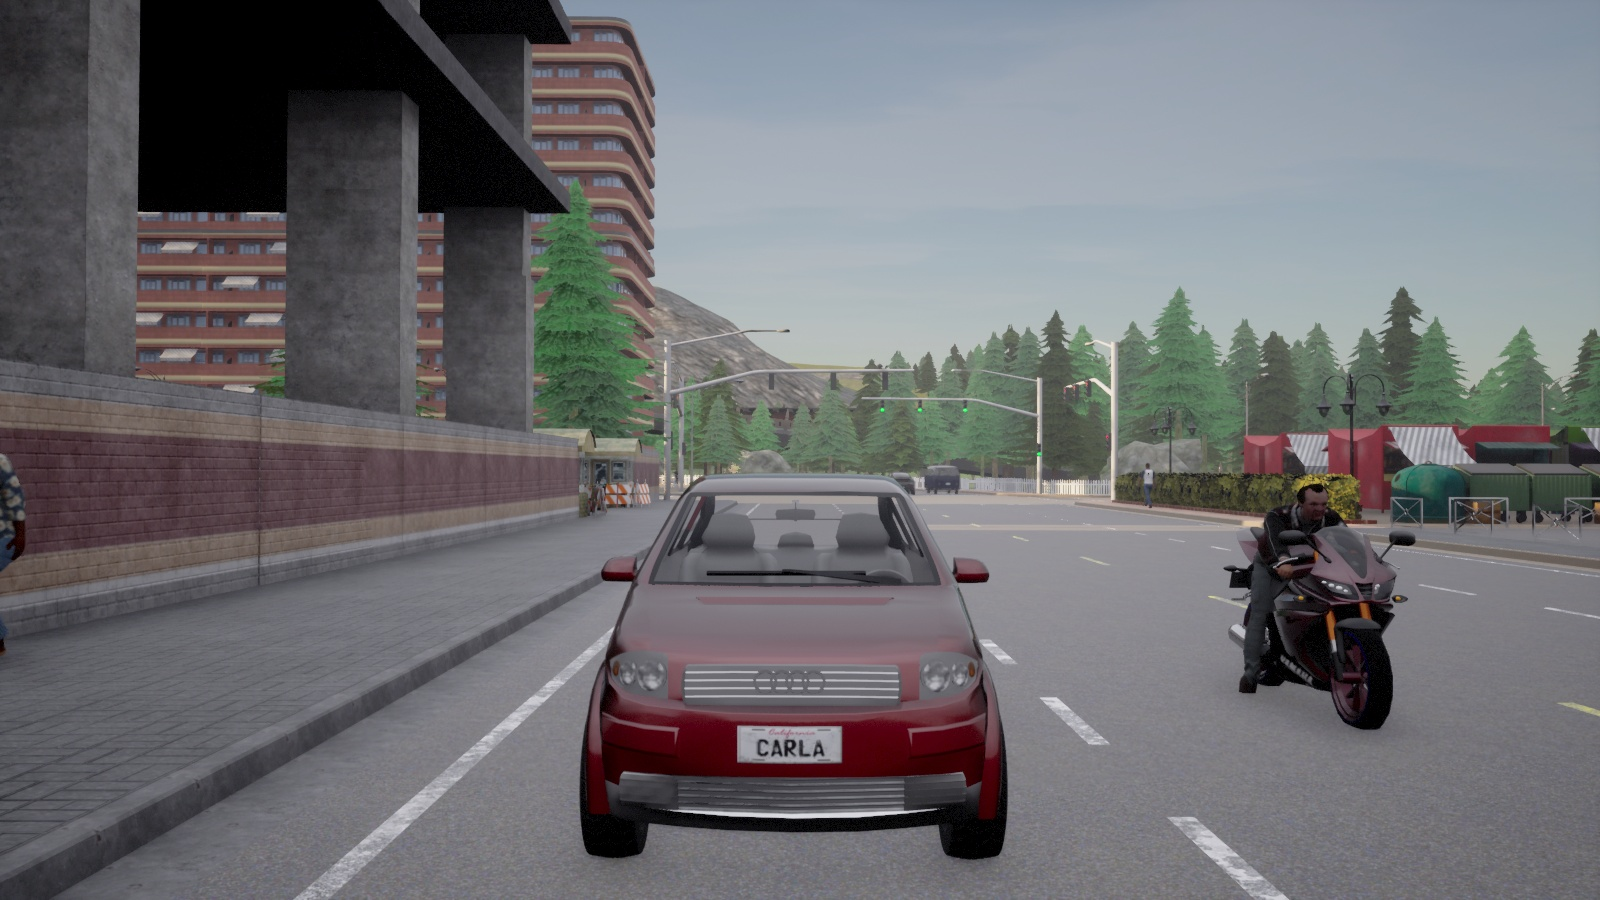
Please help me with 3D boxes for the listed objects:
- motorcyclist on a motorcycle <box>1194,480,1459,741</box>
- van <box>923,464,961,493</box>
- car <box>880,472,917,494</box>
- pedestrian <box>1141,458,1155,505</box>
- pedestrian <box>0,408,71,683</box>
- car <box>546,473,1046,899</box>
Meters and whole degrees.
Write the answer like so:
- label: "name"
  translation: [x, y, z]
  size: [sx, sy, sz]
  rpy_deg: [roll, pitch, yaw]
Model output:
- label: "motorcyclist on a motorcycle"
  translation: [3.476, 0.979, 8.565]
  size: [0.866, 1.530, 2.191]
  rpy_deg: [0, -1, 0]
- label: "van"
  translation: [9.875, 1.997, 87.690]
  size: [1.775, 1.987, 4.442]
  rpy_deg: [0, -1, -6]
- label: "car"
  translation: [6.625, 2.214, 84.948]
  size: [1.837, 1.490, 4.892]
  rpy_deg: [0, -1, -3]
- label: "pedestrian"
  translation: [13.777, 1.245, 49.674]
  size: [0.354, 1.836, 0.706]
  rpy_deg: [0, -1, 0]
- label: "pedestrian"
  translation: [-5.833, 0.650, 8.829]
  size: [0.874, 1.855, 0.900]
  rpy_deg: [0, -1, 0]
- label: "car"
  translation: [-0.016, 0.899, 6.364]
  size: [1.789, 1.549, 3.705]
  rpy_deg: [0, -1, 0]
